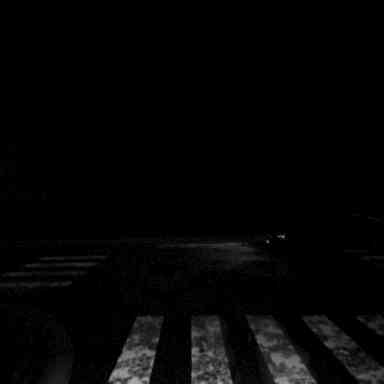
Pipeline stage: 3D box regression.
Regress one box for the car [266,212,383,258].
[{"bbox_3d":[5.127,1.493,12.267,4.674,1.442,1.812,-1,0,0],"label":"car"}]
